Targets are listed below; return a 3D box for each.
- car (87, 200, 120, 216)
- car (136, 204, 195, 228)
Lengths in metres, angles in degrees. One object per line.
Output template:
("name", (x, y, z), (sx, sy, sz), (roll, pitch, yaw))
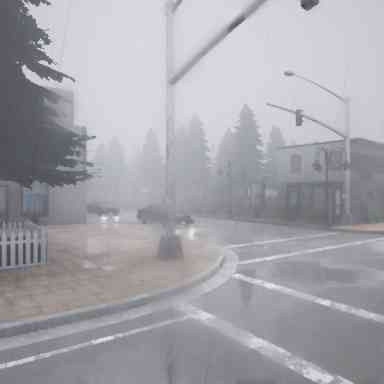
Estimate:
("car", (-8.878, 1.528, 32.815), (2.033, 1.411, 5.357), (0, 0, -34))
("car", (-1.965, 1.530, 22.481), (2.033, 1.411, 5.357), (0, 0, -34))
